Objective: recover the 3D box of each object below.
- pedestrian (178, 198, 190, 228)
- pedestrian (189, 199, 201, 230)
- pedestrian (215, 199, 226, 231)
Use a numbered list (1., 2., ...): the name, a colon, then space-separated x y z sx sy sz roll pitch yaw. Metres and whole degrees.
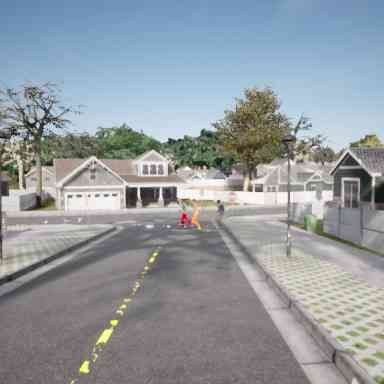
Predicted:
1. pedestrian: -0.445 1.273 20.065 0.375 1.860 0.375 -3 3 0
2. pedestrian: 0.194 1.273 19.467 0.375 1.860 0.375 -3 3 0
3. pedestrian: 1.619 1.274 18.853 0.375 1.860 0.375 -3 3 0
